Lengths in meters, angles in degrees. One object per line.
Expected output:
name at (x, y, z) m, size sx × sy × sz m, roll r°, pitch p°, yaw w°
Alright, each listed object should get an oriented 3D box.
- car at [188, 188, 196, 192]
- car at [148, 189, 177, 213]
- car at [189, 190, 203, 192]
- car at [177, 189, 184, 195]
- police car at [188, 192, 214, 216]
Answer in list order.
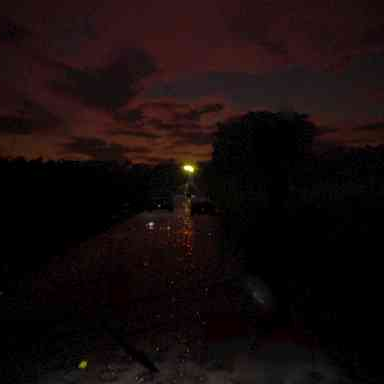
car at (0.822, 0.669, 43.985) m, size 2.097 × 1.767 × 4.553 m, roll 0°, pitch 1°, yaw 0°
car at (-2.850, 0.805, 31.721) m, size 2.150 × 2.045 × 5.566 m, roll 0°, pitch 1°, yaw 0°
car at (0.823, 0.904, 38.206) m, size 1.801 × 1.575 × 5.366 m, roll 0°, pitch 1°, yaw 0°
car at (-2.754, -0.053, 73.270) m, size 2.033 × 1.411 × 5.357 m, roll 0°, pitch 2°, yaw 0°
police car at (0.823, 1.075, 28.128) m, size 1.930 × 1.638 × 5.238 m, roll 0°, pitch 1°, yaw 0°
